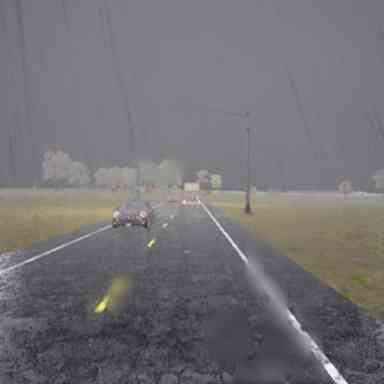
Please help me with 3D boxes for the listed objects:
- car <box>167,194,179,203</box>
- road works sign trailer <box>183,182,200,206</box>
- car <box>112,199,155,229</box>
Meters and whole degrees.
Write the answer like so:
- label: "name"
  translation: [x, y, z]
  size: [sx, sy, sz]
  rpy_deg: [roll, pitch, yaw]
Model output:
- label: "car"
  translation: [-3.542, 1.145, 62.288]
  size: [2.097, 1.767, 4.553]
  rpy_deg: [0, 0, 1]
- label: "road works sign trailer"
  translation: [-0.010, 0.299, 49.722]
  size: [2.380, 3.560, 2.880]
  rpy_deg: [0, 0, 0]
- label: "car"
  translation: [-3.602, 1.281, 21.123]
  size: [2.097, 1.767, 4.553]
  rpy_deg: [0, 0, 0]
